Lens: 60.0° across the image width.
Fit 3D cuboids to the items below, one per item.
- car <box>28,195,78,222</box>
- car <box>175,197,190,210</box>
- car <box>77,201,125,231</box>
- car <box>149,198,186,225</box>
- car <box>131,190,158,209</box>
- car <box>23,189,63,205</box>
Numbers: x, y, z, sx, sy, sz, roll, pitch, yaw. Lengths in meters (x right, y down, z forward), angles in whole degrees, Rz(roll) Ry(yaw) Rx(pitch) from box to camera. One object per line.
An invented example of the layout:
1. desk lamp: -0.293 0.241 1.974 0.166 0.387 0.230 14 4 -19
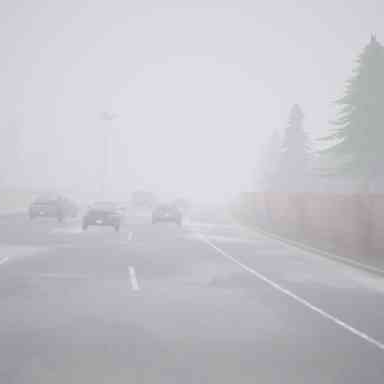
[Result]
1. car: -8.520 0.968 20.809 2.128 1.511 4.902 3 0 -5
2. car: -1.325 1.371 41.300 1.837 1.490 4.892 3 0 5
3. car: -4.755 1.224 18.252 1.812 1.442 4.674 3 0 -8
4. car: -1.736 1.431 23.133 1.994 1.385 4.181 3 0 -5
5. car: -5.183 0.869 36.965 2.150 2.045 5.566 3 0 3
6. car: -15.941 0.530 35.870 1.837 1.490 4.892 3 0 3
